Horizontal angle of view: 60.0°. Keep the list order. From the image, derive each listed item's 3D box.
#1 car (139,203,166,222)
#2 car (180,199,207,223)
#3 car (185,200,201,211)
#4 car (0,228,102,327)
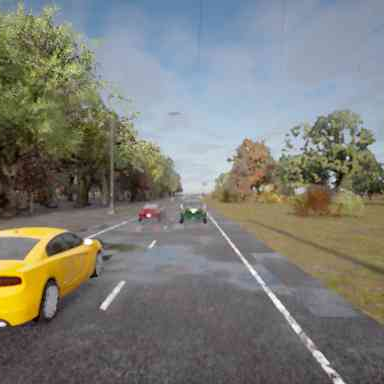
[{"bbox_3d":[-3.280,1.645,27.881,1.812,1.442,4.674,0,0,1],"label":"car"},{"bbox_3d":[0.108,1.466,26.932,2.097,1.767,4.553,0,0,0],"label":"car"},{"bbox_3d":[0.108,1.755,44.409,1.994,1.385,4.181,0,0,0],"label":"car"},{"bbox_3d":[-3.398,1.509,7.250,1.882,1.535,5.008,0,0,0],"label":"car"}]
